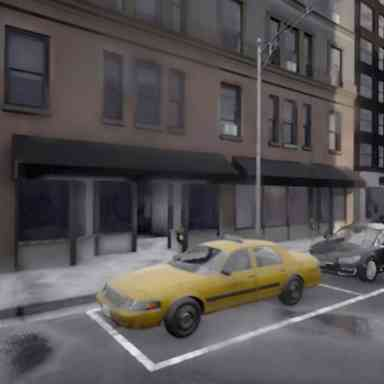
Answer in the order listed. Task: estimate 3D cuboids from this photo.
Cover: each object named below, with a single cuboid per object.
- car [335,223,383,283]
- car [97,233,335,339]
[{"bbox_3d":[5.163,1.642,9.871,4.403,1.369,2.008,1,0,-35],"label":"car"},{"bbox_3d":[0.618,1.565,6.630,4.829,1.417,1.752,1,0,-35],"label":"car"}]
